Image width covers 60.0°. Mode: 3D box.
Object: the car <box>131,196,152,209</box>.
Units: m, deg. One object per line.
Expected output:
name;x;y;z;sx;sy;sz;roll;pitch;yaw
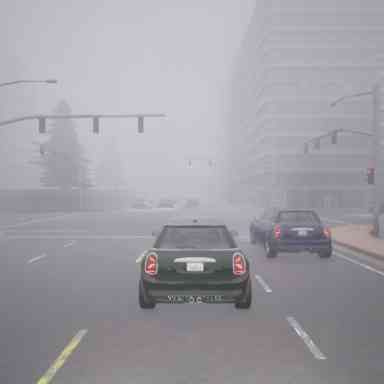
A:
car;-7.118;1.504;45.528;1.837;1.490;4.892;0;0;0

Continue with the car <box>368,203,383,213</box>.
car;19.922;1.491;32.505;5.357;1.411;2.033;0;0;-18

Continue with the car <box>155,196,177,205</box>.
car;-3.588;1.564;46.269;1.994;1.385;4.181;0;0;0

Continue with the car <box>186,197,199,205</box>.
car;0.078;1.491;50.485;2.128;1.511;4.902;0;0;0

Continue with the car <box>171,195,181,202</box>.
car;-3.534;1.524;75.455;2.128;1.511;4.902;0;0;0

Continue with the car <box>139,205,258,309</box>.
car;0.067;1.352;8.029;2.097;1.767;4.553;0;0;0

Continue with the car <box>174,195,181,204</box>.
car;-3.599;1.491;60.144;2.128;1.511;4.902;0;0;0

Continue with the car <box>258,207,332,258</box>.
car;3.581;1.352;12.869;2.097;1.767;4.553;0;0;0

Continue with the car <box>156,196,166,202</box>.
car;-7.033;1.594;75.070;1.895;1.301;4.718;0;0;0

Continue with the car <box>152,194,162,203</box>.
car;-7.098;1.525;60.166;1.812;1.442;4.674;0;0;0
